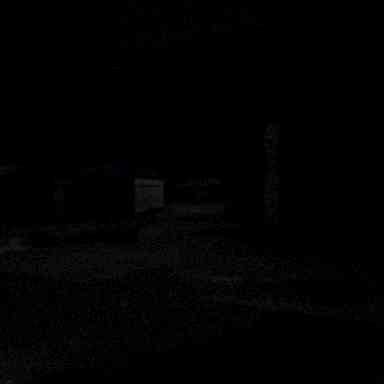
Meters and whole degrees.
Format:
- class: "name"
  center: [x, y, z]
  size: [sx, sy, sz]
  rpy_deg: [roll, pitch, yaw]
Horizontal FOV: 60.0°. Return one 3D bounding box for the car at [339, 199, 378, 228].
- class: "car"
  center: [9.677, 1.106, 17.380]
  size: [3.633, 1.501, 1.845]
  rpy_deg: [0, 1, 24]
